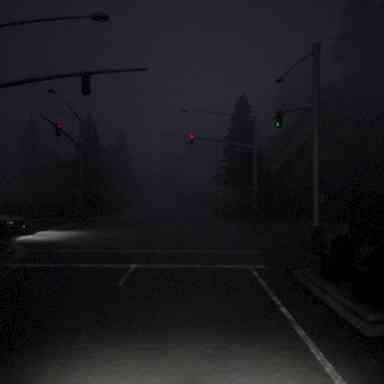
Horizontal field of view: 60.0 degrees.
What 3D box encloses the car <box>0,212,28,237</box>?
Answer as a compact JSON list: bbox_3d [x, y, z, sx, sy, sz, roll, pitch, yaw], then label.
[{"bbox_3d":[-11.127,1.524,17.500,4.674,1.442,1.812,0,0,2],"label":"car"}]
